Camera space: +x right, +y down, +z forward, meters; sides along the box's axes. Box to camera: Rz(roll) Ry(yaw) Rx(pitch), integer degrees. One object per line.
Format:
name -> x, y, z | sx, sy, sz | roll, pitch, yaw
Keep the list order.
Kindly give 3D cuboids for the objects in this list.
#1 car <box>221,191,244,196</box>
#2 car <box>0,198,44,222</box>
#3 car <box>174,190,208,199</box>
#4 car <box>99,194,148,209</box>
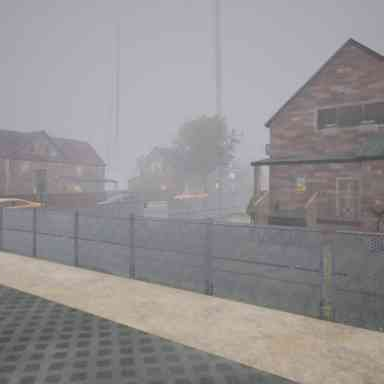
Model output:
car -> 5.795, 0.574, 45.481 | 1.895, 1.301, 4.718 | 1, 2, 36
car -> -11.784, 1.163, 20.732 | 1.882, 1.535, 5.008 | 1, 2, 35
car -> -0.029, 0.559, 37.303 | 2.097, 1.767, 4.553 | 1, 2, 36
car -> -5.959, 0.952, 28.957 | 1.837, 1.490, 4.892 | 1, 2, 35
